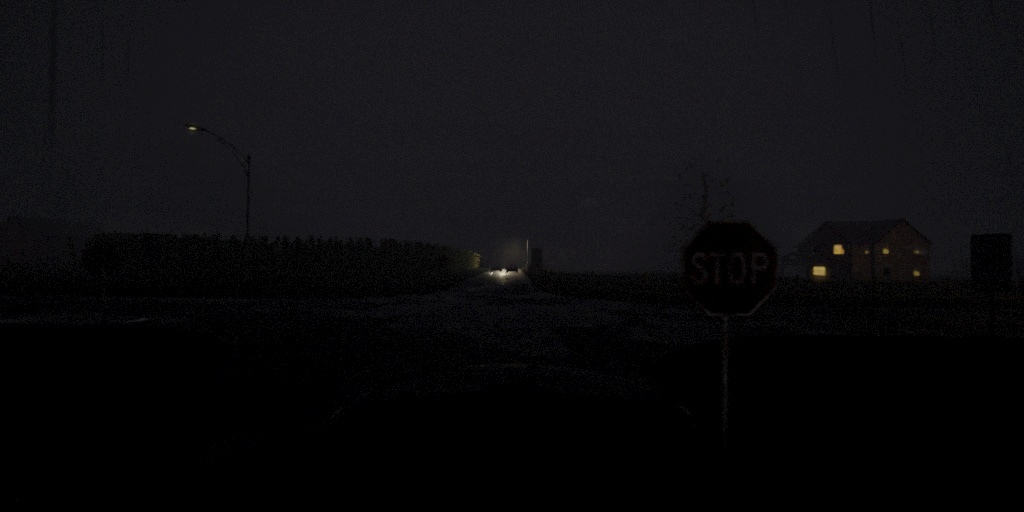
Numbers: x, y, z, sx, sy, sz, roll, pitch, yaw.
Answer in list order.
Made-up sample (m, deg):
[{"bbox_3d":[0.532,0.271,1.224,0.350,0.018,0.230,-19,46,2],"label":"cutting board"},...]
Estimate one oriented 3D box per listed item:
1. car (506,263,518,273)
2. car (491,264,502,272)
[{"bbox_3d":[0.006,2.021,59.160,1.882,1.535,5.008,0,-1,0],"label":"car"},{"bbox_3d":[-2.744,2.095,64.175,1.882,1.535,5.008,0,-1,0],"label":"car"}]
